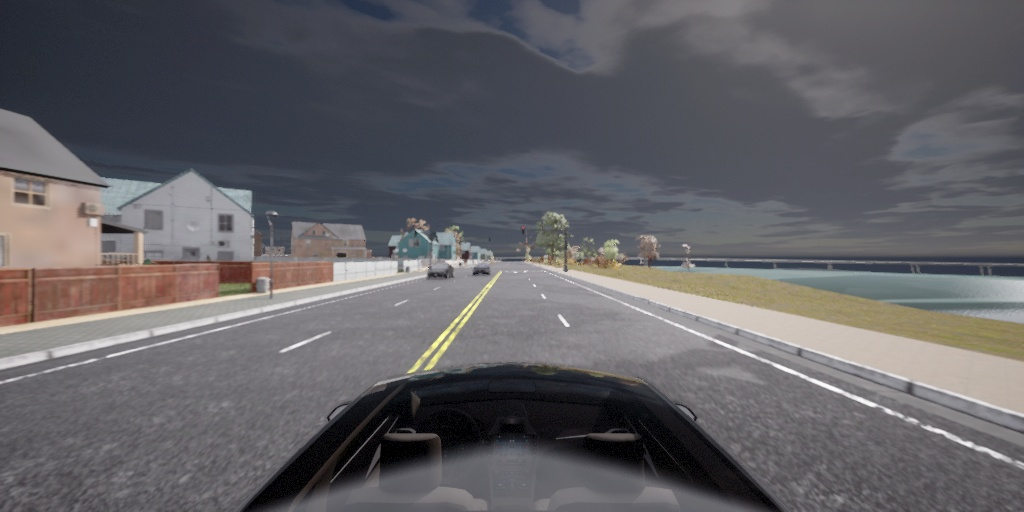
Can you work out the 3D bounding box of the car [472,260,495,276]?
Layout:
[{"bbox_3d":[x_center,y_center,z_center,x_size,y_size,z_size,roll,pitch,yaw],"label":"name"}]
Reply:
[{"bbox_3d":[-3.329,1.498,40.344,2.033,1.411,5.357,0,0,0],"label":"car"}]

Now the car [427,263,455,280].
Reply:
[{"bbox_3d":[-6.592,1.390,33.580,1.882,1.535,5.008,0,0,0],"label":"car"}]
